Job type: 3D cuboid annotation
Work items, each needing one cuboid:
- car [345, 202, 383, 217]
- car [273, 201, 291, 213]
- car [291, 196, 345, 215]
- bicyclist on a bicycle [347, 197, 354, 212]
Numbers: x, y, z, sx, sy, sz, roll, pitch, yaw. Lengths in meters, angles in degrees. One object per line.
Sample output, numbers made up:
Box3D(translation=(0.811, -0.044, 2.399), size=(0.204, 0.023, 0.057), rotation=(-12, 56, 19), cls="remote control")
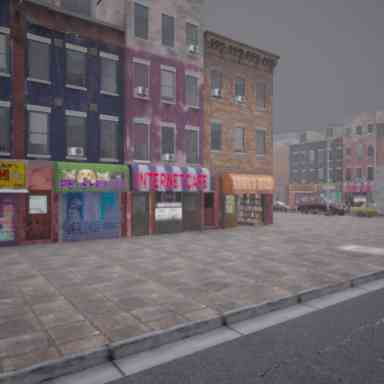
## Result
Box3D(translation=(16.236, 1.571, 28.831), size=(1.752, 1.417, 4.829), rotation=(0, 0, -35), cls="car")
Box3D(translation=(9.809, 1.657, 37.849), size=(1.802, 1.307, 4.206), rotation=(0, 0, -35), cls="car")
Box3D(translation=(12.973, 1.376, 33.409), size=(2.192, 1.841, 5.009), rotation=(0, 0, -35), cls="car")
Box3D(translation=(17.529, 1.372, 36.747), size=(1.656, 1.620, 0.582), rotation=(0, 0, -35), cls="bicyclist on a bicycle")
